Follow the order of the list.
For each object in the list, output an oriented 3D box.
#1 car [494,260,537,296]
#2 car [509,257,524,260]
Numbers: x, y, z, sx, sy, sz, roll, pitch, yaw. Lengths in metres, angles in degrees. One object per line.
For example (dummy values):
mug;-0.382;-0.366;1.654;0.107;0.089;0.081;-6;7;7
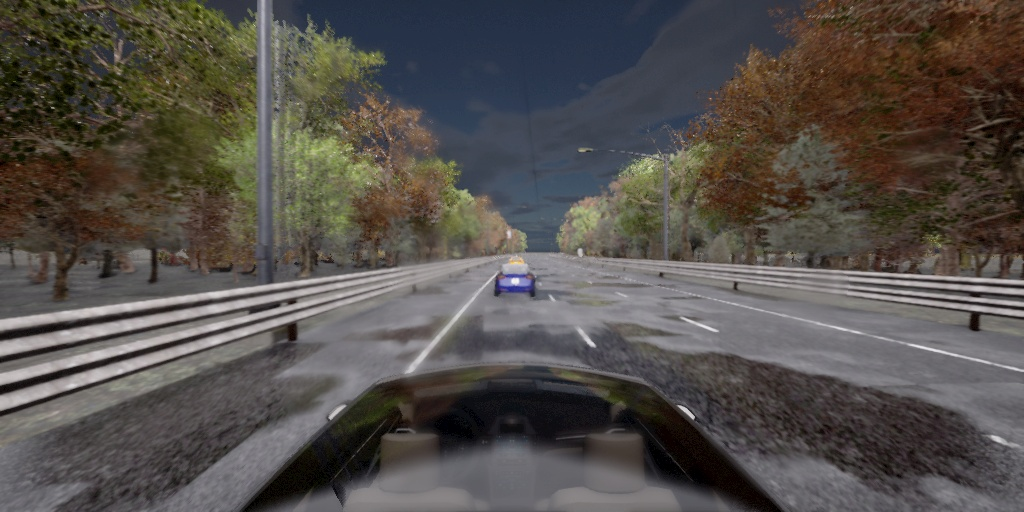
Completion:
car;0.161;1.118;18.032;2.163;1.488;4.792;0;0;0
car;0.599;0.826;49.620;1.882;1.535;5.008;0;1;2
